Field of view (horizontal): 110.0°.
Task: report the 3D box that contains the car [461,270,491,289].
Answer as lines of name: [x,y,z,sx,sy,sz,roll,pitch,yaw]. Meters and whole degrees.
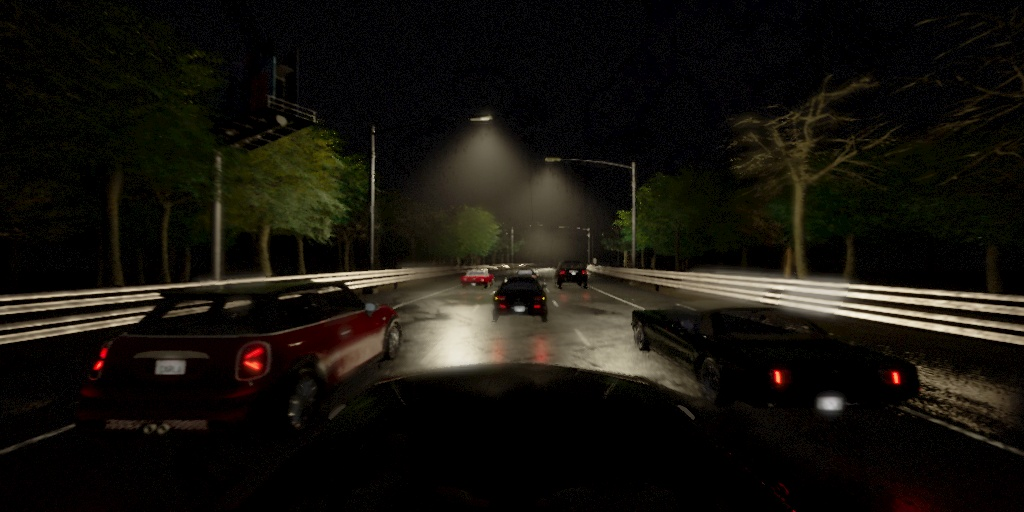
car: [-2.528,1.751,27.393,1.895,1.301,4.718,0,-1,4]

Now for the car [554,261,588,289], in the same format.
car: [4.518,1.388,27.884,2.150,2.045,5.566,0,-1,4]

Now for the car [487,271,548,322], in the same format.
car: [0.306,1.452,13.020,1.812,1.442,4.674,0,-1,2]

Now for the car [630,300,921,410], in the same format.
car: [3.647,1.426,6.293,1.895,1.301,4.718,0,-1,1]

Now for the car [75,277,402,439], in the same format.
car: [-3.358,1.159,5.677,2.097,1.767,4.553,0,-1,1]

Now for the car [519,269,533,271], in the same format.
car: [1.141,1.754,29.605,1.994,1.385,4.181,0,-1,4]
